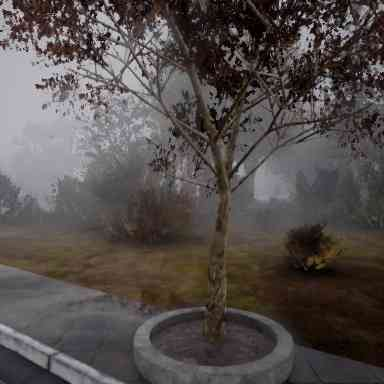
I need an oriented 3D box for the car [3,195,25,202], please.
[{"bbox_3d":[-22.616,1.175,43.304,1.837,1.490,4.892,1,0,32],"label":"car"}]
